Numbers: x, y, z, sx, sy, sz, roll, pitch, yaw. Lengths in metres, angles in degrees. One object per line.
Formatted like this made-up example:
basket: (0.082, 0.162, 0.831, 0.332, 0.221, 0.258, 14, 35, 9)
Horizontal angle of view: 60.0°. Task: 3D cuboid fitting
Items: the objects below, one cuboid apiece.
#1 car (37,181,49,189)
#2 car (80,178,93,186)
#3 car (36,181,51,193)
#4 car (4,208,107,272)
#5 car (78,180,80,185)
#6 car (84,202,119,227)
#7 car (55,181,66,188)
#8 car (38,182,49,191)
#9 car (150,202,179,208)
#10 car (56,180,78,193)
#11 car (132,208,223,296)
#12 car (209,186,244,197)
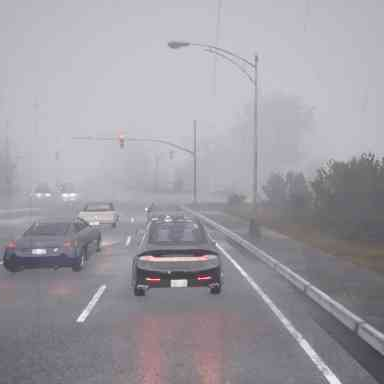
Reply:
car: (-31.451, -1.478, 70.028, 2.128, 1.511, 4.902, -1, 3, -25)
car: (-26.350, -2.473, 83.769, 2.150, 2.045, 5.566, -1, 3, -25)
car: (-23.425, -0.529, 52.490, 1.994, 1.385, 4.181, -1, 3, -23)
car: (-4.123, 1.452, 10.502, 1.994, 1.385, 4.181, 0, 1, -6)
car: (-29.501, -2.142, 82.259, 1.882, 1.535, 5.008, -1, 3, -25)
car: (-5.259, 1.226, 19.224, 1.895, 1.301, 4.718, 0, 2, -9)
car: (-28.539, -1.608, 72.055, 1.837, 1.490, 4.892, -1, 3, -25)
car: (-27.046, -1.018, 60.610, 1.837, 1.490, 4.892, -1, 3, -24)
car: (-1.471, 1.218, 17.817, 2.033, 1.411, 5.357, 0, 2, -9)
car: (-20.360, -0.684, 54.080, 2.128, 1.511, 4.902, -2, 3, -27)
car: (-0.415, 1.409, 8.480, 2.128, 1.511, 4.902, 0, 1, -4)
car: (4.808, -0.091, 46.025, 4.902, 1.511, 2.128, 0, 3, -22)
